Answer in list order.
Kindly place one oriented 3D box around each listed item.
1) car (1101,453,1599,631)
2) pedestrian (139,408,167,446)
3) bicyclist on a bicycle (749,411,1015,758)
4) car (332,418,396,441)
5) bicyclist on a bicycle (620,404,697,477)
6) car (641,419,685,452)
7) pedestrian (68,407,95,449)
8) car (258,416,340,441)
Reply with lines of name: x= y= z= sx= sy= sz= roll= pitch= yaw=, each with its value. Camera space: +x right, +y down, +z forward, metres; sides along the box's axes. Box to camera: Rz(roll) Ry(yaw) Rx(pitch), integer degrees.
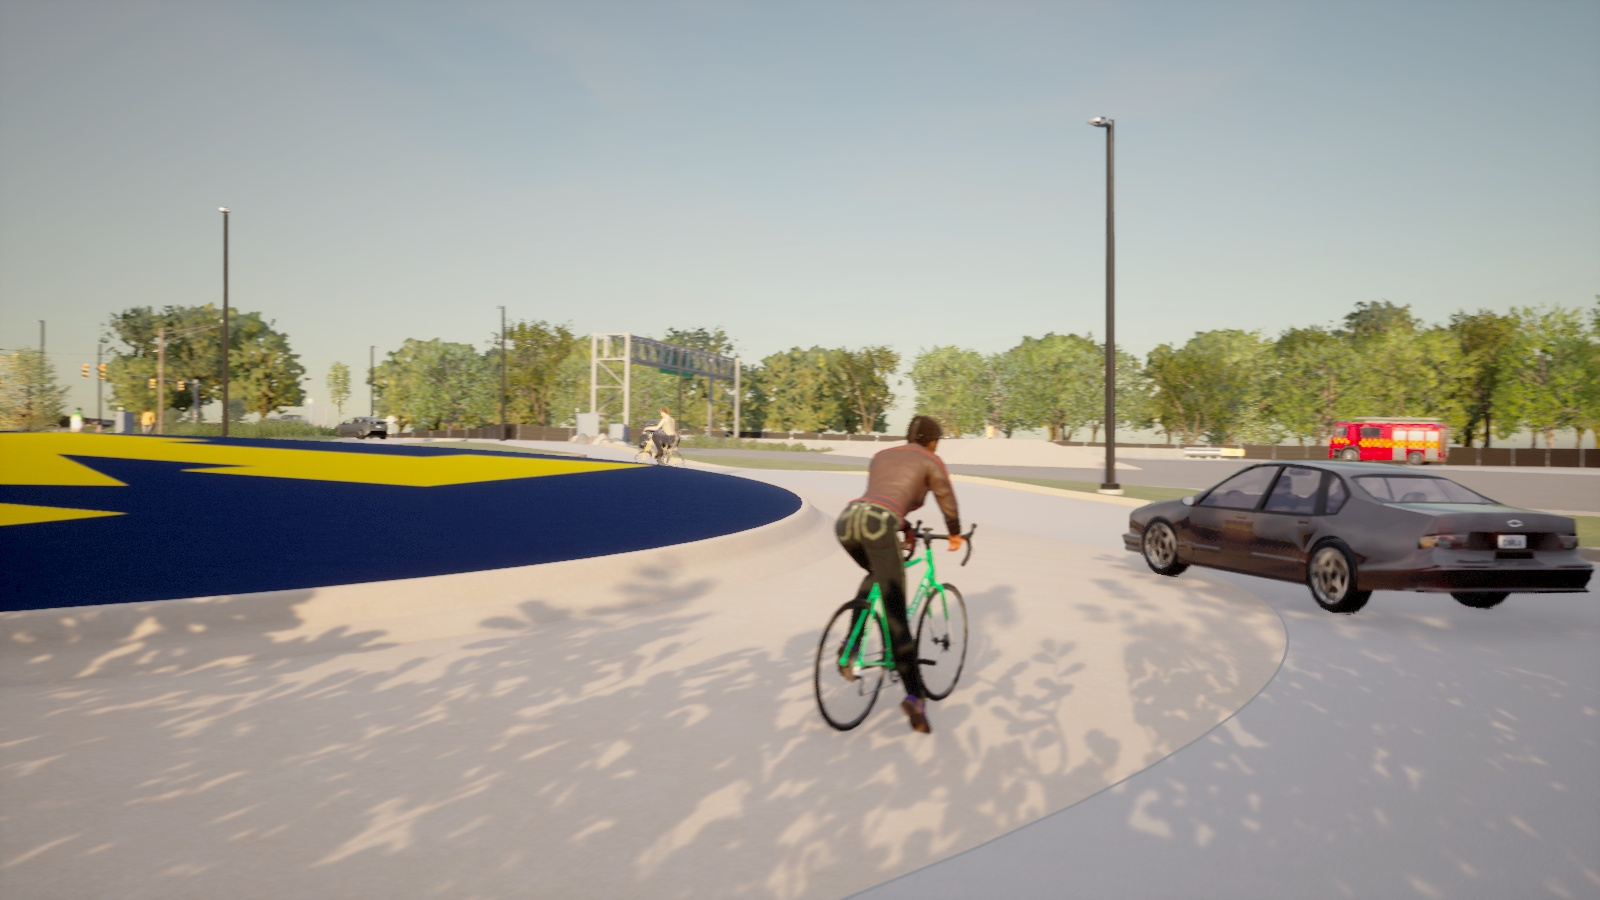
car: x=5.408 y=0.784 z=13.195 sx=2.033 sy=1.411 sz=5.357 roll=1 pitch=0 yaw=-15
pedestrian: x=-32.372 y=-1.139 z=62.819 sx=0.874 sy=1.855 sz=0.900 roll=0 pitch=0 yaw=5
bicyclist on a bicycle: x=0.491 y=0.631 z=6.748 sx=0.582 sy=1.620 sz=1.656 roll=3 pitch=2 yaw=35
car: x=-29.449 y=-1.393 z=84.779 sx=4.514 sy=1.525 sz=2.007 roll=1 pitch=0 yaw=39
bicyclist on a bicycle: x=-3.334 y=-0.225 z=29.550 sx=1.509 sy=1.612 sz=0.866 roll=4 pitch=1 yaw=33
car: x=-7.054 y=-0.750 z=64.279 sx=1.789 sy=1.549 sz=3.705 roll=2 pitch=0 yaw=-13
pedestrian: x=-33.781 y=-1.015 z=59.054 sx=0.659 sy=1.952 sz=0.873 roll=0 pitch=0 yaw=14
car: x=-31.033 y=-1.348 z=77.780 sx=4.902 sy=1.511 sz=2.128 roll=1 pitch=1 yaw=30
